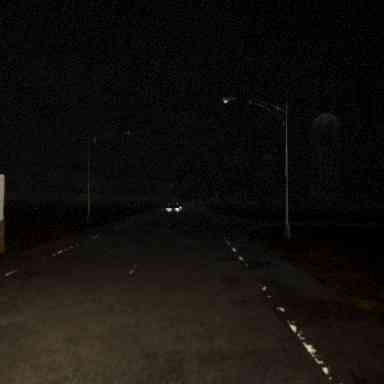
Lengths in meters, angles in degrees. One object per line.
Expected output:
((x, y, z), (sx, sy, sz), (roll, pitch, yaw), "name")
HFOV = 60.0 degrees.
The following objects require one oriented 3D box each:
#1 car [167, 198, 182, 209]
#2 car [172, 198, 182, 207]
((-3.515, 2.227, 63.292), (2.097, 1.767, 4.553), (0, -1, 0), "car")
((-3.498, 2.378, 78.954), (2.150, 2.045, 5.566), (0, -1, 0), "car")
